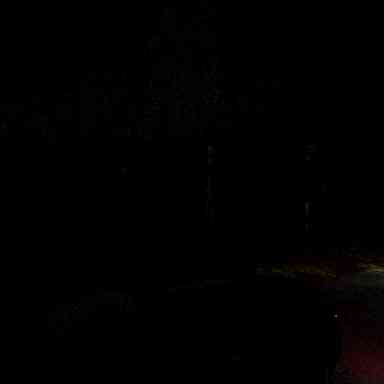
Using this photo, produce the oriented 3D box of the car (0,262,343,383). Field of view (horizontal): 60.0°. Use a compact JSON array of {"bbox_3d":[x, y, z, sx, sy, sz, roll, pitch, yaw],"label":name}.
[{"bbox_3d":[-0.395,1.523,3.215,4.674,1.442,1.812,0,0,-35],"label":"car"}]
